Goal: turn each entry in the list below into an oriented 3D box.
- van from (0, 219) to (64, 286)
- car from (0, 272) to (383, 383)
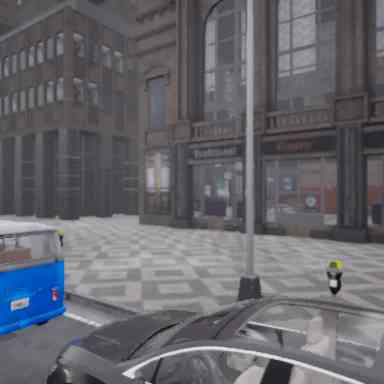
[{"bbox_3d":[-3.927,1.342,5.765,3.998,1.788,1.690,0,0,36],"label":"van"},{"bbox_3d":[0.647,1.551,2.502,4.403,1.369,2.008,0,0,36],"label":"car"}]
